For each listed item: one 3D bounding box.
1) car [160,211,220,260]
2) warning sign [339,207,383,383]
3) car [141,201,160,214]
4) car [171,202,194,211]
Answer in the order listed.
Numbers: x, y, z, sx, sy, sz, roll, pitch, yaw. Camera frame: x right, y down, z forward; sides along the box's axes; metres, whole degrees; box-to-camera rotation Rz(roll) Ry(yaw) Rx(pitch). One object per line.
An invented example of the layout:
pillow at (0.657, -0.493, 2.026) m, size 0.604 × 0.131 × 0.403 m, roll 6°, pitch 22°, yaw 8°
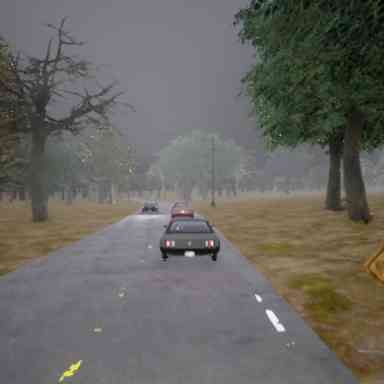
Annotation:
car at (-0.115, 1.616, 12.441) m, size 1.895 × 1.301 × 4.718 m, roll 0°, pitch 0°, yaw -1°
warning sign at (2.609, 1.119, 3.835) m, size 1.300 × 1.860 × 1.060 m, roll -1°, pitch -1°, yaw -1°
car at (-4.559, 1.681, 36.744) m, size 1.895 × 1.301 × 4.718 m, roll 0°, pitch 0°, yaw -4°
car at (-0.894, 1.621, 29.823) m, size 1.994 × 1.385 × 4.181 m, roll 0°, pitch 0°, yaw -3°
